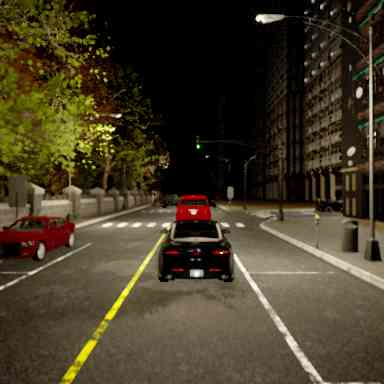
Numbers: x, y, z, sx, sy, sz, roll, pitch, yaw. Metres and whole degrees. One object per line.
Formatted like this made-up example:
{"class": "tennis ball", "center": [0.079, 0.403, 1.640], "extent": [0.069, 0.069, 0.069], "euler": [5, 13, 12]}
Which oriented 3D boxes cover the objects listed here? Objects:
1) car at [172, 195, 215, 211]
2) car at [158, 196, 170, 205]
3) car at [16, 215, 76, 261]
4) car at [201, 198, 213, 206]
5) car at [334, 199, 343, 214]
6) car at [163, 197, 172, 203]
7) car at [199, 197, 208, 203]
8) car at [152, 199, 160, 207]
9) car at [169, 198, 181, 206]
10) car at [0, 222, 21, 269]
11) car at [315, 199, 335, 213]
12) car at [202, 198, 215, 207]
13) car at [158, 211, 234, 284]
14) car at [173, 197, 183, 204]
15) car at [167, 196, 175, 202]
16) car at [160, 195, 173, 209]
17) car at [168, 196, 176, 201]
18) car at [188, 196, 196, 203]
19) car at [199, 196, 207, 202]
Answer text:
{"class": "car", "center": [0.093, 1.292, 21.777], "extent": [2.150, 2.045, 5.566], "euler": [0, 0, 0]}
{"class": "car", "center": [-5.669, 1.687, 67.291], "extent": [1.967, 1.590, 4.097], "euler": [0, 0, 0]}
{"class": "car", "center": [-5.814, 1.584, 12.475], "extent": [1.887, 1.381, 4.507], "euler": [0, 0, 0]}
{"class": "car", "center": [2.709, 1.789, 61.656], "extent": [1.947, 1.339, 4.313], "euler": [0, 0, 0]}
{"class": "car", "center": [14.681, 1.367, 27.797], "extent": [4.313, 1.339, 1.947], "euler": [-1, 1, 0]}
{"class": "car", "center": [-5.666, 1.821, 78.386], "extent": [1.752, 1.417, 4.829], "euler": [0, 0, 0]}
{"class": "car", "center": [2.715, 1.842, 78.553], "extent": [1.887, 1.381, 4.507], "euler": [0, 0, 0]}
{"class": "car", "center": [-5.673, 1.782, 56.025], "extent": [1.802, 1.307, 4.206], "euler": [0, 0, 0]}
{"class": "car", "center": [-3.028, 1.782, 60.465], "extent": [1.994, 1.385, 4.181], "euler": [0, 0, 1]}
{"class": "car", "center": [-5.764, 1.572, 6.935], "extent": [2.008, 1.369, 4.403], "euler": [0, 0, 0]}
{"class": "car", "center": [14.680, 1.408, 33.597], "extent": [4.181, 1.385, 1.994], "euler": [-1, 0, 0]}
{"class": "car", "center": [2.707, 1.766, 56.023], "extent": [1.947, 1.339, 4.313], "euler": [0, 0, 0]}
{"class": "car", "center": [0.102, 1.535, 9.681], "extent": [1.837, 1.490, 4.892], "euler": [0, 0, 0]}
{"class": "car", "center": [-2.981, 1.862, 71.924], "extent": [1.895, 1.301, 4.718], "euler": [0, 0, 0]}
{"class": "car", "center": [-5.662, 1.790, 89.819], "extent": [1.967, 1.590, 4.097], "euler": [0, 0, 0]}
{"class": "car", "center": [-3.076, 1.394, 49.216], "extent": [2.150, 2.045, 5.566], "euler": [0, 0, 0]}
{"class": "car", "center": [-5.662, 1.922, 95.451], "extent": [1.887, 1.381, 4.507], "euler": [0, 0, 0]}
{"class": "car", "center": [0.022, 1.760, 77.261], "extent": [1.882, 1.535, 5.008], "euler": [0, 0, 0]}
{"class": "car", "center": [2.716, 1.763, 84.185], "extent": [1.967, 1.590, 4.097], "euler": [0, 0, 0]}
